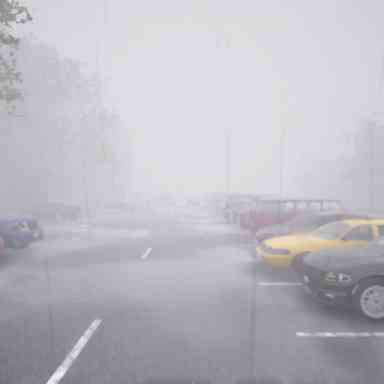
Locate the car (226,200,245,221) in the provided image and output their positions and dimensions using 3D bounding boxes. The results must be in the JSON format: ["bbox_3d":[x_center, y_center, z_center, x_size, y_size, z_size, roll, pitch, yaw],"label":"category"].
[{"bbox_3d":[4.783,1.422,20.580,4.792,1.488,2.163,0,0,0],"label":"car"}]

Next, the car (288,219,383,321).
[{"bbox_3d":[4.753,1.444,6.566,5.008,1.535,2.097,0,0,0],"label":"car"}]

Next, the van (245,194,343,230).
[{"bbox_3d":[4.868,1.187,14.972,4.442,1.987,1.878,0,0,0],"label":"van"}]

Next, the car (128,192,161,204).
[{"bbox_3d":[-8.338,1.000,59.238,5.566,2.045,2.435,0,0,0],"label":"car"}]

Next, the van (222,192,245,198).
[{"bbox_3d":[4.873,1.146,26.185,4.442,1.987,1.878,0,0,0],"label":"van"}]

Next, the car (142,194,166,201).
[{"bbox_3d":[-8.298,1.147,73.123,5.008,1.535,2.097,0,1,0],"label":"car"}]

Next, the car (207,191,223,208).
[{"bbox_3d":[4.789,1.080,37.398,5.566,2.045,2.435,0,0,0],"label":"car"}]

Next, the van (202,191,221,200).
[{"bbox_3d":[4.662,0.852,79.454,4.442,1.987,1.878,0,1,0],"label":"van"}]

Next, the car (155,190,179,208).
[{"bbox_3d":[-3.315,1.048,44.596,2.150,2.045,5.566,0,0,0],"label":"car"}]

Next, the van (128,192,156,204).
[{"bbox_3d":[-8.427,1.035,56.462,4.442,1.987,1.878,0,0,0],"label":"van"}]

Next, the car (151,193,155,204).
[{"bbox_3d":[-8.285,1.321,48.137,4.792,1.488,2.163,0,0,0],"label":"car"}]

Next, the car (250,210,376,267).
[{"bbox_3d":[4.564,1.430,9.366,5.366,1.575,1.946,0,0,0],"label":"car"}]

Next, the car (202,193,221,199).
[{"bbox_3d":[4.777,1.085,82.260,4.674,1.452,2.002,0,1,0],"label":"car"}]

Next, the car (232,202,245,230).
[{"bbox_3d":[4.782,1.432,17.776,4.792,1.488,2.163,0,0,0],"label":"car"}]

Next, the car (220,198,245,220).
[{"bbox_3d":[4.760,1.382,23.383,5.008,1.535,2.097,0,0,0],"label":"car"}]

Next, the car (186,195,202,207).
[{"bbox_3d":[0.121,1.414,47.847,1.895,1.301,4.718,0,0,0],"label":"car"}]

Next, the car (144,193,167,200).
[{"bbox_3d":[-8.296,1.119,75.901,4.892,1.521,2.231,0,1,0],"label":"car"}]

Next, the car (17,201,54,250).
[{"bbox_3d":[-8.301,1.172,11.809,5.566,2.045,2.435,0,0,0],"label":"car"}]

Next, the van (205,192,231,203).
[{"bbox_3d":[4.654,1.024,59.823,4.442,1.987,1.878,0,0,0],"label":"van"}]

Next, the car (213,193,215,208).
[{"bbox_3d":[4.791,1.216,34.595,4.553,1.767,2.185,0,0,0],"label":"car"}]

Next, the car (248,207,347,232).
[{"bbox_3d":[4.721,1.452,12.170,4.792,1.488,2.163,0,0,0],"label":"car"}]

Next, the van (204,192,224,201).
[{"bbox_3d":[4.893,0.915,73.844,4.442,1.987,1.878,0,1,0],"label":"van"}]

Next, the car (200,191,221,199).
[{"bbox_3d":[4.811,0.730,87.864,5.566,2.045,2.435,0,1,0],"label":"car"}]

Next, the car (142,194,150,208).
[{"bbox_3d":[-8.132,1.319,39.810,5.366,1.575,1.946,0,0,0],"label":"car"}]

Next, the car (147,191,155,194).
[{"bbox_3d":[-8.342,1.030,50.912,5.566,2.045,2.435,0,0,0],"label":"car"}]

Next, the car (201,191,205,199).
[{"bbox_3d":[4.797,1.009,57.022,5.566,2.045,2.435,0,0,0],"label":"car"}]

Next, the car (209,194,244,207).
[{"bbox_3d":[4.733,1.175,45.808,4.553,1.767,2.185,0,0,0],"label":"car"}]

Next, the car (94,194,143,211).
[{"bbox_3d":[-8.325,1.333,37.033,4.892,1.521,2.231,0,0,0],"label":"car"}]

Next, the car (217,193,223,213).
[{"bbox_3d":[4.726,1.236,28.989,4.553,1.767,2.185,0,0,0],"label":"car"}]

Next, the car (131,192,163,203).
[{"bbox_3d":[-8.280,0.985,62.015,5.566,2.045,2.435,0,0,0],"label":"car"}]

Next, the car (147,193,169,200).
[{"bbox_3d":[-8.305,1.054,81.451,5.008,1.535,2.097,0,1,0],"label":"car"}]

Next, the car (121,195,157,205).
[{"bbox_3d":[-8.498,1.268,53.689,5.366,1.575,1.946,0,0,0],"label":"car"}]

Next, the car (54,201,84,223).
[{"bbox_3d":[-10.255,1.398,23.979,4.892,1.490,1.837,0,-1,14],"label":"car"}]

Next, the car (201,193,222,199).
[{"bbox_3d":[4.967,1.010,85.063,5.366,1.575,1.946,0,1,0],"label":"car"}]

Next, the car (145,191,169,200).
[{"bbox_3d":[-8.272,0.835,78.672,5.566,2.045,2.435,0,1,0],"label":"car"}]

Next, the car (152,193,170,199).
[{"bbox_3d":[-8.325,0.988,89.777,4.792,1.488,2.163,0,1,0],"label":"car"}]

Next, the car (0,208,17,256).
[{"bbox_3d":[-8.301,1.182,9.147,5.566,2.045,2.435,0,0,0],"label":"car"}]

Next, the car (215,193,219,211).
[{"bbox_3d":[4.790,1.226,31.792,4.553,1.767,2.185,0,0,0],"label":"car"}]

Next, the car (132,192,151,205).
[{"bbox_3d":[-8.346,1.176,45.359,4.553,1.767,2.185,0,0,0],"label":"car"}]
